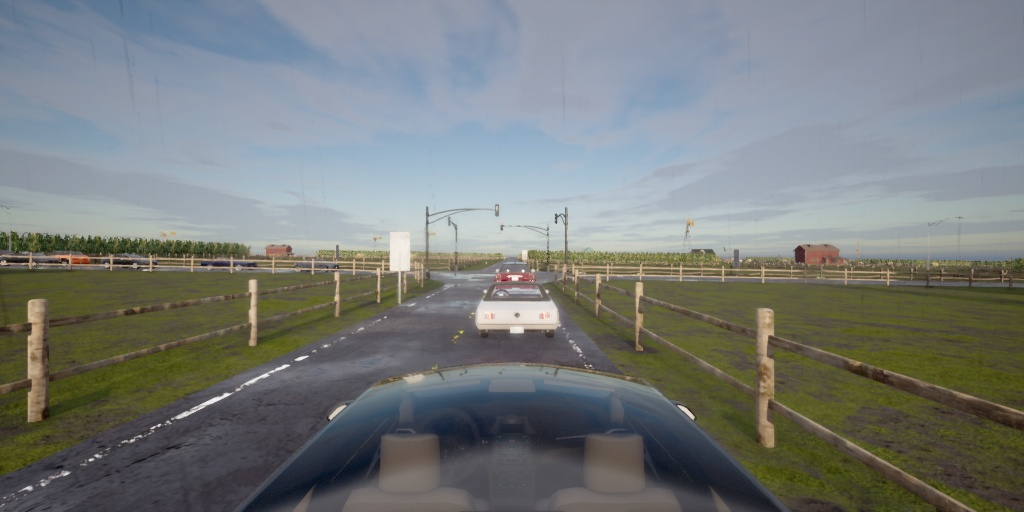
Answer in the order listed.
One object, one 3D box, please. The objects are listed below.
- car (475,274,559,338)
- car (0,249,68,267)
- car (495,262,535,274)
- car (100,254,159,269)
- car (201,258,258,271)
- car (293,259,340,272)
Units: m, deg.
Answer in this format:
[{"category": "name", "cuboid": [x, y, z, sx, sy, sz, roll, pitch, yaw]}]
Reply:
[{"category": "car", "cuboid": [0.123, 1.351, 10.158, 1.895, 1.301, 4.718, 0, 0, 0]}, {"category": "car", "cuboid": [-49.486, 0.371, 36.890, 4.892, 1.490, 1.837, 1, 0, 1]}, {"category": "car", "cuboid": [0.178, 1.103, 19.146, 2.097, 1.767, 4.553, 0, 0, 1]}, {"category": "car", "cuboid": [-39.188, 0.555, 36.818, 4.892, 1.490, 1.837, 1, 0, 1]}, {"category": "car", "cuboid": [-28.860, 0.837, 36.775, 4.718, 1.301, 1.895, 1, 0, 0]}, {"category": "car", "cuboid": [-19.967, 0.961, 36.752, 4.181, 1.385, 1.994, 1, 0, 0]}]
